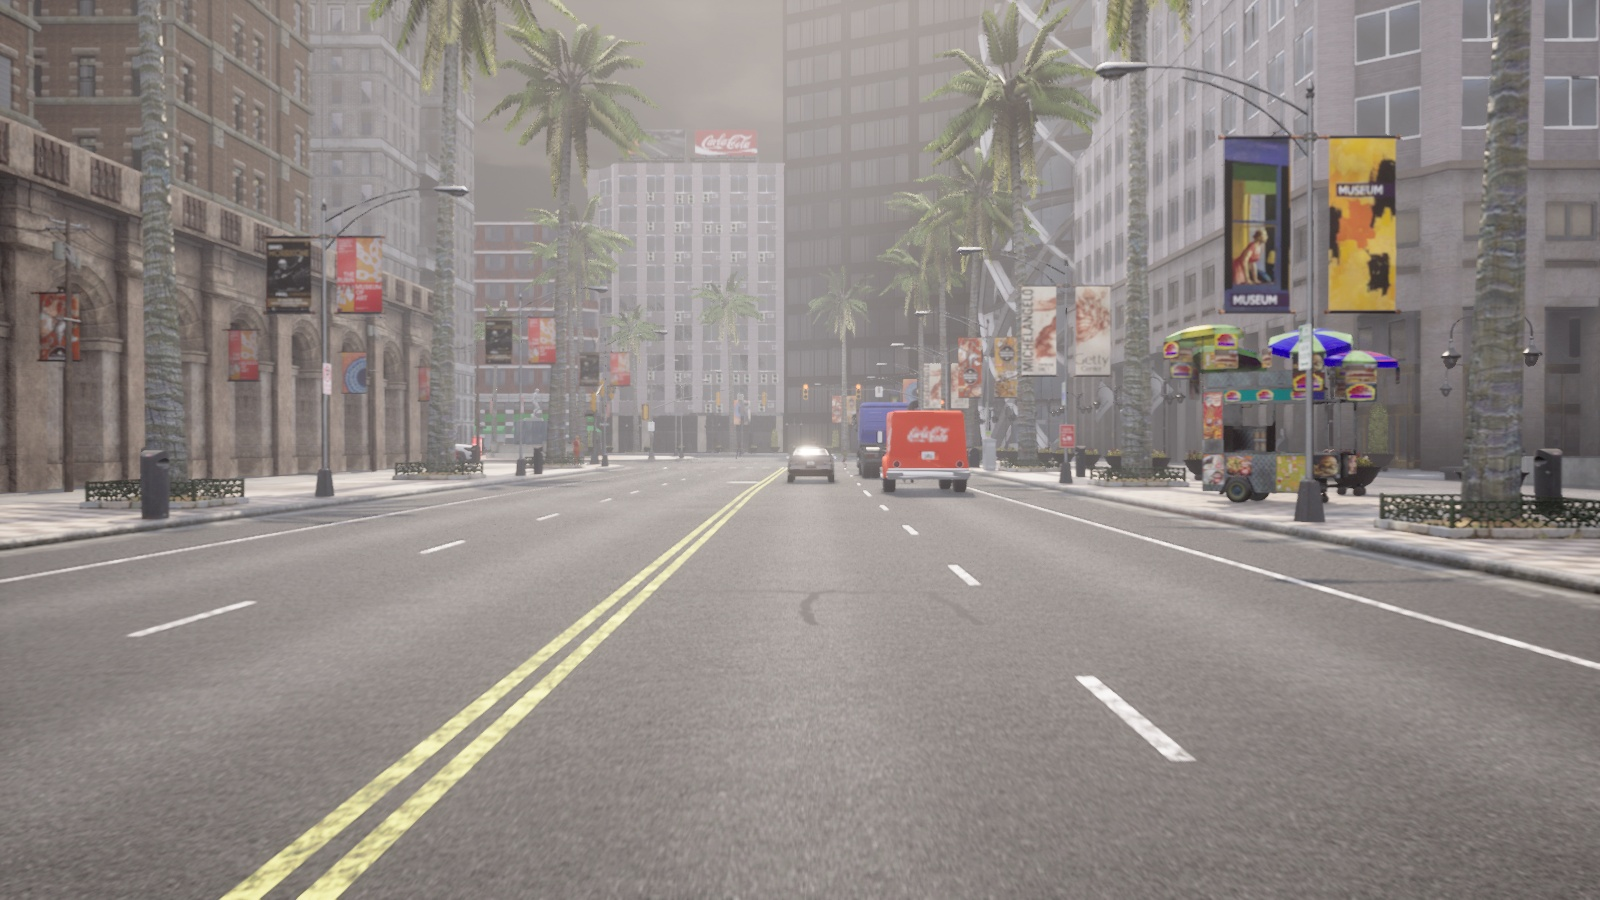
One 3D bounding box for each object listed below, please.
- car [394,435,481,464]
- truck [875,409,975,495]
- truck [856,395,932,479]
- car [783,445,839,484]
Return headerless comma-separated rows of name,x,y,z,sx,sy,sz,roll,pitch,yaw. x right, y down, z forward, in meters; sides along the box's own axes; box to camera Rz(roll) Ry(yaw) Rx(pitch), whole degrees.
car,-25.874,-0.061,89.660,5.566,2.045,2.150,0,0,1
truck,3.757,0.044,38.862,2.627,2.467,5.204,0,0,1
truck,4.057,-0.546,55.727,2.891,3.462,7.936,0,0,1
car,0.435,0.520,48.620,2.033,1.411,5.357,0,0,1
